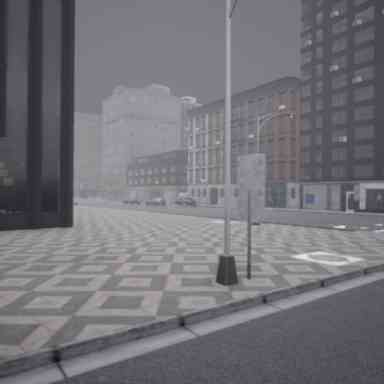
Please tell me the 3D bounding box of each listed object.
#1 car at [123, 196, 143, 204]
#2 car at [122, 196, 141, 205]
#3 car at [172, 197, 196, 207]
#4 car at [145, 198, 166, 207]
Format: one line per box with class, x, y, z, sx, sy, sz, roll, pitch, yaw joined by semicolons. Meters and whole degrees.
car;-12.322;1.648;68.854;2.128;1.511;4.902;1;0;-36
car;-11.391;1.721;61.807;1.895;1.301;4.718;1;0;-36
car;-1.273;1.631;53.450;1.837;1.490;4.892;1;-1;-36
car;-5.940;1.632;54.268;1.812;1.442;4.674;1;0;-36
